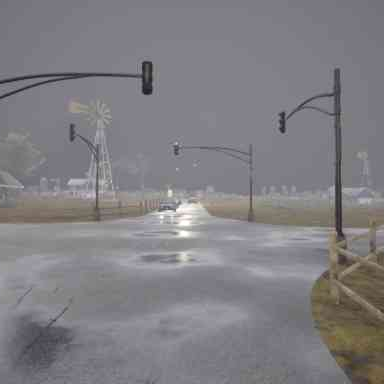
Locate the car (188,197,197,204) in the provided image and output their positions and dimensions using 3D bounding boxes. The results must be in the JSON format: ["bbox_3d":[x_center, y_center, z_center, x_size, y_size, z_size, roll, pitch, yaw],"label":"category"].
[{"bbox_3d":[0.085,1.787,69.110,1.812,1.442,4.674,0,0,0],"label":"car"}]

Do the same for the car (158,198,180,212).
[{"bbox_3d":[-2.861,1.660,39.779,1.994,1.385,4.181,0,0,0],"label":"car"}]

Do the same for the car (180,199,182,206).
[{"bbox_3d":[-2.860,1.637,49.959,2.128,1.511,4.902,0,0,0],"label":"car"}]

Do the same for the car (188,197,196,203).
[{"bbox_3d":[-0.008,1.859,79.122,1.812,1.442,4.674,0,0,0],"label":"car"}]

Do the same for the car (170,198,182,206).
[{"bbox_3d":[-2.832,1.809,60.905,1.895,1.301,4.718,0,0,0],"label":"car"}]
